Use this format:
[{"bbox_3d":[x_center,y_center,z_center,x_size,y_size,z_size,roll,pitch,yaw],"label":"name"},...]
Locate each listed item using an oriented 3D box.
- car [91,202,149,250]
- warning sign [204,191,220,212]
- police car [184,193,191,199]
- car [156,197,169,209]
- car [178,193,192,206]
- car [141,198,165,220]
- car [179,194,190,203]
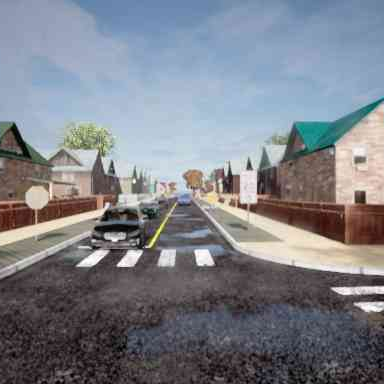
[{"bbox_3d":[-2.884,1.370,13.783,1.837,1.490,4.892,0,1,-6],"label":"car"},{"bbox_3d":[1.841,0.863,30.575,1.300,1.860,1.060,-1,0,-1],"label":"warning sign"},{"bbox_3d":[-1.344,1.105,95.626,1.930,1.638,5.238,0,0,-1],"label":"police car"},{"bbox_3d":[-3.685,1.271,38.718,1.994,1.385,4.181,0,0,0],"label":"car"},{"bbox_3d":[-1.026,1.215,48.318,2.033,1.411,5.357,0,0,-1],"label":"car"},{"bbox_3d":[-3.413,1.376,26.058,1.895,1.301,4.718,0,0,-1],"label":"car"},{"bbox_3d":[-1.302,1.116,58.108,1.882,1.535,5.008,0,0,-1],"label":"car"}]
